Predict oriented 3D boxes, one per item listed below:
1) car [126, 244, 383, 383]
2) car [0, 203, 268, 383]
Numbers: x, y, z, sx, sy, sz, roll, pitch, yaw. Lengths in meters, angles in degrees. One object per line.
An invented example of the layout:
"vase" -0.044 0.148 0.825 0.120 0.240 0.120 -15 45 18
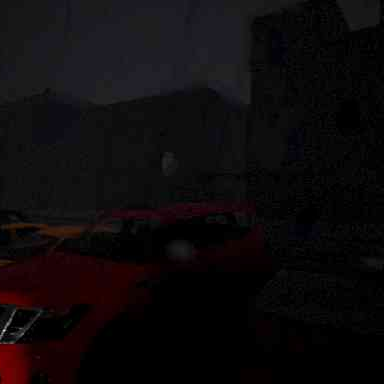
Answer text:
"car" 1.679 1.530 3.951 2.002 1.452 4.674 0 0 36
"car" -0.597 1.249 5.554 2.435 2.045 5.566 0 0 36
